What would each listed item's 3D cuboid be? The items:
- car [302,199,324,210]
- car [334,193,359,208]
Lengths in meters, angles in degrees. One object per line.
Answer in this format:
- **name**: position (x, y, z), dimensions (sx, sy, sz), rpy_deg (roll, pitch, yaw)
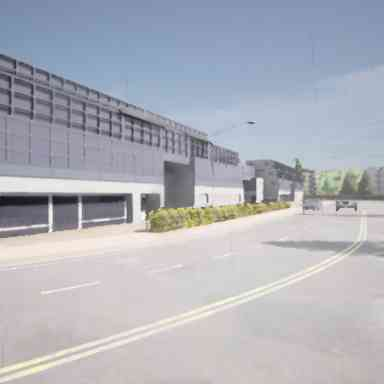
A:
- **car**: position (13.856, 1.489, 38.062), dimensions (1.882, 1.535, 5.008), rpy_deg (-1, -1, 28)
- **car**: position (16.940, 1.149, 36.416), dimensions (2.150, 2.045, 5.566), rpy_deg (-1, -1, 28)
